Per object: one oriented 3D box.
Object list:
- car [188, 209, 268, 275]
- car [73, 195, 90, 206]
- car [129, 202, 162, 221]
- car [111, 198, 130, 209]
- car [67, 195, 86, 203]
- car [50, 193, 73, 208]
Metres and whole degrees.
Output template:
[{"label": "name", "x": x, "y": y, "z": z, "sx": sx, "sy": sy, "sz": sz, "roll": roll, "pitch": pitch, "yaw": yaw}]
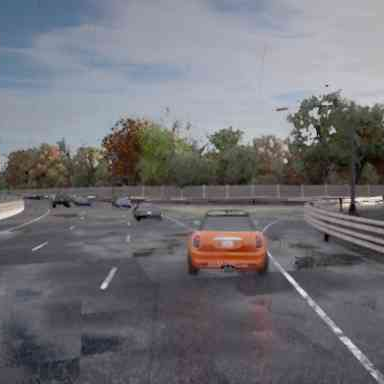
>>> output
[{"label": "car", "x": 1.081, "y": 1.324, "z": 10.545, "sx": 2.097, "sy": 1.767, "sz": 4.553, "roll": 0, "pitch": 0, "yaw": 5}, {"label": "car", "x": -17.551, "y": 1.512, "z": 52.703, "sx": 1.994, "sy": 1.385, "sz": 4.181, "roll": 0, "pitch": 0, "yaw": -29}, {"label": "car", "x": -3.673, "y": 1.517, "z": 26.710, "sx": 1.994, "sy": 1.385, "sz": 4.181, "roll": 0, "pitch": 0, "yaw": -14}, {"label": "car", "x": -9.622, "y": 1.483, "z": 44.869, "sx": 2.033, "sy": 1.411, "sz": 5.357, "roll": 0, "pitch": 0, "yaw": -23}, {"label": "car", "x": -23.853, "y": 1.462, "z": 68.630, "sx": 2.128, "sy": 1.511, "sz": 4.902, "roll": 0, "pitch": 0, "yaw": -40}, {"label": "car", "x": -19.446, "y": 1.185, "z": 48.907, "sx": 2.150, "sy": 2.045, "sz": 5.566, "roll": 0, "pitch": 0, "yaw": -28}]
